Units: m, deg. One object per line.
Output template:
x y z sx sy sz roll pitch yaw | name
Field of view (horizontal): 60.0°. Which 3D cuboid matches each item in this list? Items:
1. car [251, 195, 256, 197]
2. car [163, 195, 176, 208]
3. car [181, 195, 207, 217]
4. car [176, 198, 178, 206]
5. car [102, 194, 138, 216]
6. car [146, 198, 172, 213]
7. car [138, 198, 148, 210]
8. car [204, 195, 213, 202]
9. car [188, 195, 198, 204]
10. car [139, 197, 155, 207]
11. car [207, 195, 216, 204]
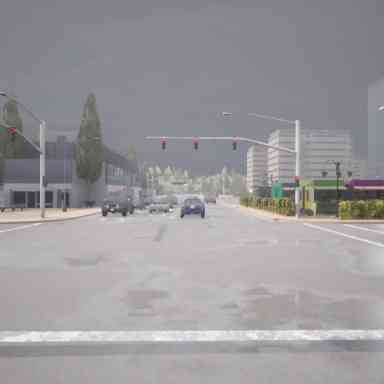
17.836 1.153 86.753 4.605 1.855 1.932 0 0 -1 | car
-3.563 1.505 46.040 1.837 1.490 4.892 0 0 0 | car
0.082 1.352 30.915 2.097 1.767 4.553 0 0 1 | car
-3.540 1.352 55.904 2.097 1.767 4.553 0 0 0 | car
-7.088 1.221 32.387 2.150 2.045 5.566 0 0 1 | car
-3.572 1.601 36.725 1.895 1.301 4.718 0 0 0 | car
-7.067 1.491 42.275 2.128 1.511 4.902 0 0 0 | car
3.557 1.397 73.872 1.812 1.442 4.674 0 0 0 | car
0.155 1.477 64.301 1.882 1.535 5.008 0 0 0 | car
-7.050 1.564 52.232 1.994 1.385 4.181 0 0 0 | car
3.549 1.491 63.596 2.128 1.511 4.902 0 0 0 | car
